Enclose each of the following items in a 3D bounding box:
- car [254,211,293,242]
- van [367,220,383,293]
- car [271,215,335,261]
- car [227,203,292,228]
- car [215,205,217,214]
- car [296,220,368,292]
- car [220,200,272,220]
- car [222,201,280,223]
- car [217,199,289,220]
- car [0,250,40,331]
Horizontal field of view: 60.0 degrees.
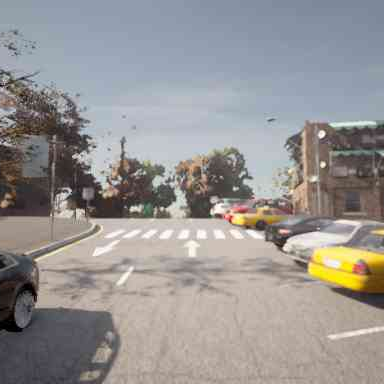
[{"bbox_3d":[5.314,1.699,14.154,4.674,1.452,2.002,1,-1,-20],"label":"car"},{"bbox_3d":[5.182,1.322,5.038,4.442,1.987,1.878,1,0,-20],"label":"van"},{"bbox_3d":[5.319,1.663,11.126,4.674,1.452,2.002,1,-1,-20],"label":"car"},{"bbox_3d":[5.471,1.769,23.275,5.366,1.575,1.946,1,-1,-20],"label":"car"},{"bbox_3d":[5.129,1.819,35.251,5.566,2.045,2.435,3,-6,-20],"label":"car"},{"bbox_3d":[5.477,1.586,8.166,5.366,1.575,1.946,1,-1,-20],"label":"car"},{"bbox_3d":[5.223,1.791,32.298,4.553,1.767,2.185,2,-3,-21],"label":"car"},{"bbox_3d":[5.212,1.716,29.275,4.553,1.767,2.185,1,-1,-21],"label":"car"},{"bbox_3d":[5.253,1.554,26.226,5.566,2.045,2.435,1,-1,-21],"label":"car"},{"bbox_3d":[-3.711,1.545,4.217,2.128,1.511,4.902,0,-1,0],"label":"car"}]
